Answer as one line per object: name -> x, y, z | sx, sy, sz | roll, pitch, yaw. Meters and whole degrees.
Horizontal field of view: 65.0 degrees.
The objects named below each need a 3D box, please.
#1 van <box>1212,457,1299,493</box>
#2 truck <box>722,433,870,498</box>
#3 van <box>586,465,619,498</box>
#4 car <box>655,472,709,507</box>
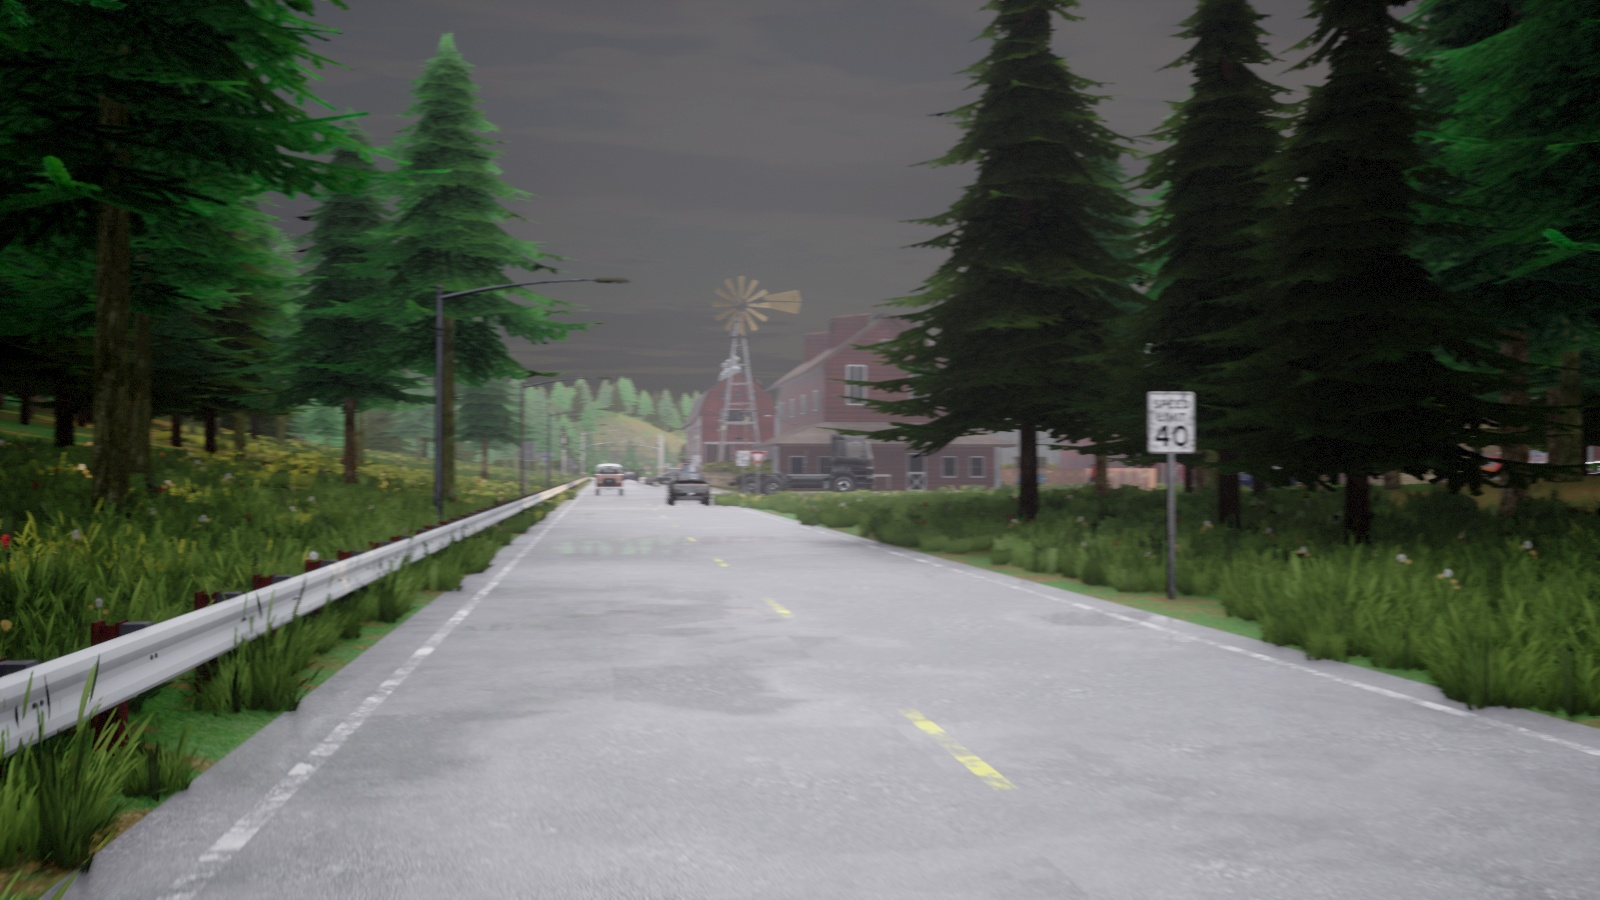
van -> 26.560, 1.455, 73.218 | 4.442, 1.987, 1.775 | 0, -1, -9
truck -> -0.159, 0.868, 69.460 | 7.936, 3.462, 2.891 | -1, -1, 4
van -> -12.733, 1.998, 80.849 | 2.069, 2.038, 4.480 | 0, -1, -9
car -> -5.460, 1.783, 57.579 | 2.128, 1.511, 4.902 | 0, -1, -9
